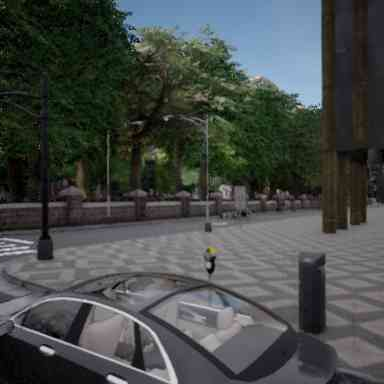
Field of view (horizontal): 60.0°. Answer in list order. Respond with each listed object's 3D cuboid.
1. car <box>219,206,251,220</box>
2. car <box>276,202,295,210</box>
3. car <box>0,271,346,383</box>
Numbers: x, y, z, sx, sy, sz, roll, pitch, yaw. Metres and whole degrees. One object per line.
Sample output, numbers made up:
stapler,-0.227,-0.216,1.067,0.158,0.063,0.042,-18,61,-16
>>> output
car,4.824,2.260,37.021,2.128,1.511,4.902,0,-1,35
car,14.097,2.260,50.016,1.837,1.490,4.892,0,-1,35
car,-0.776,1.560,3.518,4.403,1.369,2.008,0,0,36
